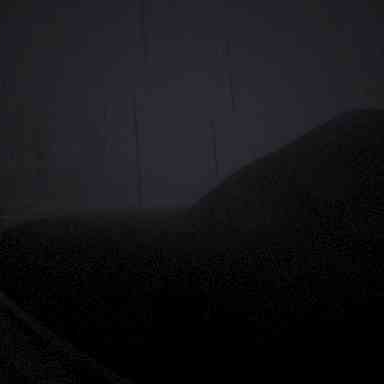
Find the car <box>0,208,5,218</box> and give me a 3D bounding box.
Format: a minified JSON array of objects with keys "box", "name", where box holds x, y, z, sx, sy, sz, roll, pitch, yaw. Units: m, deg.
[{"box":[-18.673,1.734,29.894,1.994,1.385,4.181,0,0,-2],"name":"car"}]
